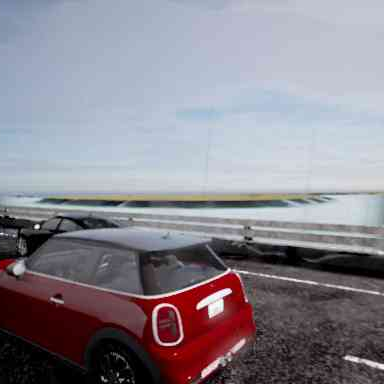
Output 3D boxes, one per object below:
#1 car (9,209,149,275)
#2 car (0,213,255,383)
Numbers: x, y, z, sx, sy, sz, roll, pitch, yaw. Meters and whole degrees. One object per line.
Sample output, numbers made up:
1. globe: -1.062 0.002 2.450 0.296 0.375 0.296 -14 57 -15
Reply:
1. car: -3.928 1.455 11.122 5.008 1.535 1.882 0 0 36
2. car: -1.453 1.343 5.040 4.553 1.767 2.097 0 0 36
